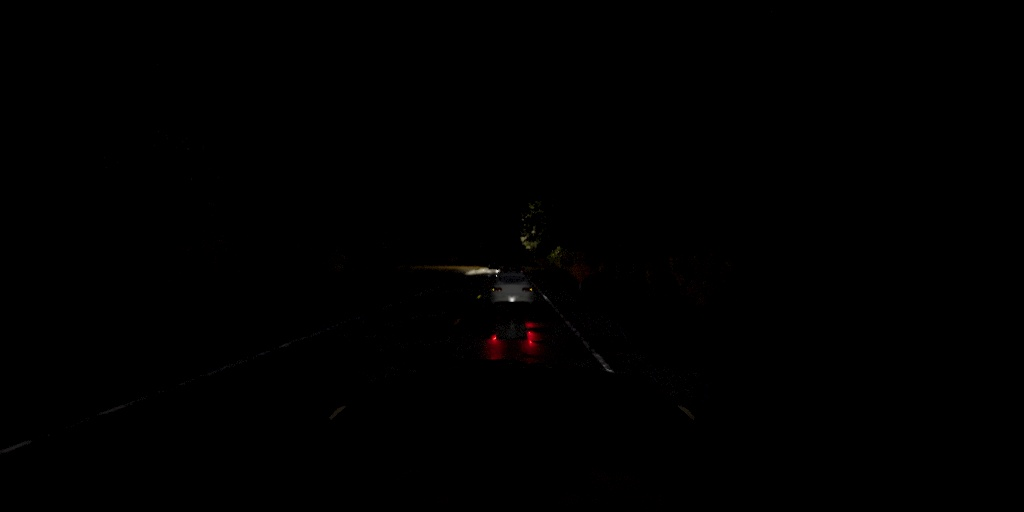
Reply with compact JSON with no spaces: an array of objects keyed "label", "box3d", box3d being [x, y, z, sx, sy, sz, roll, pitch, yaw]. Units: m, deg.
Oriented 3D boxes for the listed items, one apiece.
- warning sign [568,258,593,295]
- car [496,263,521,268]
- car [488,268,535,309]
[{"label":"warning sign","box3d":[3.548,1.036,18.599,1.300,1.860,1.060,0,0,0]},{"label":"car","box3d":[0.016,1.394,30.283,2.097,1.767,4.553,0,-1,0]},{"label":"car","box3d":[0.021,1.417,15.757,1.812,1.442,4.674,0,0,0]}]
